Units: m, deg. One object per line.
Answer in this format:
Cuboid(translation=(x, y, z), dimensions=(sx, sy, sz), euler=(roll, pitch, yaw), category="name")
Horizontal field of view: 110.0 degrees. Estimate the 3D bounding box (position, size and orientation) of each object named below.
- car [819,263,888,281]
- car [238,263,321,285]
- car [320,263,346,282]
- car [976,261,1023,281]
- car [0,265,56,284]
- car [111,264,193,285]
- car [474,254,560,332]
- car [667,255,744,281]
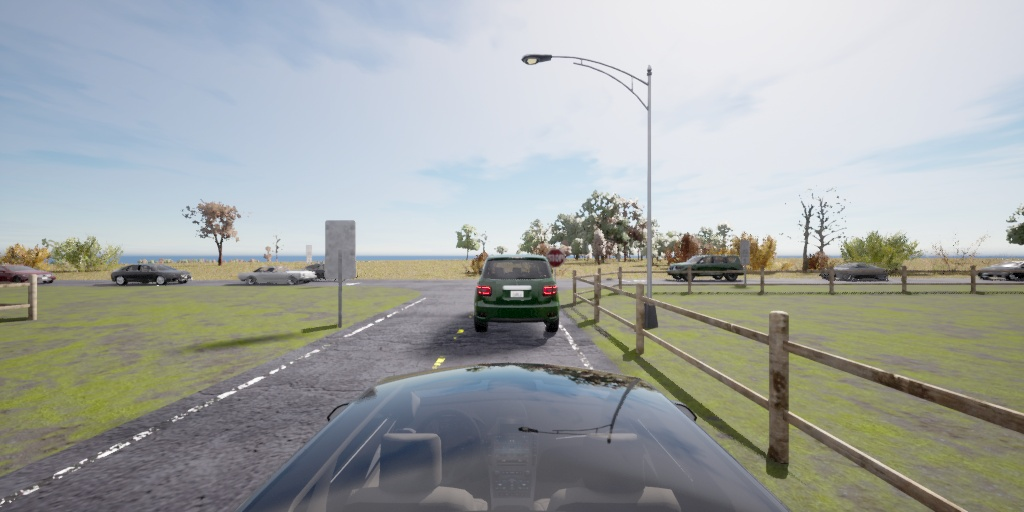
Cuboid(translation=(27.081, 1.248, 28.558), dimensions=(4.181, 1.385, 1.994), euler=(0, 0, 1), category="car")
Cuboid(translation=(-16.931, 1.394, 26.062), dimensions=(4.718, 1.301, 1.895), euler=(0, 0, 1), category="car")
Cuboid(translation=(-15.479, 1.292, 28.999), dimensions=(4.892, 1.490, 1.837), euler=(0, 0, 1), category="car")
Cuboid(translation=(39.994, 1.161, 28.400), dimensions=(4.902, 1.511, 2.128), euler=(0, 0, 1), category="car")
Cuboid(translation=(-36.546, 1.376, 26.278), dimensions=(4.674, 1.442, 1.812), euler=(0, 0, 1), category="car")
Cuboid(translation=(-26.213, 1.324, 26.160), dimensions=(4.892, 1.490, 1.837), euler=(0, 0, 1), category="car")
Cuboid(translation=(0.123, 0.971, 10.942), dimensions=(2.150, 2.045, 5.566), euler=(0, 0, 0), category="car")
Cuboid(translation=(15.438, 0.928, 28.682), dimensions=(5.566, 2.045, 2.150), euler=(0, 0, 0), category="car")
